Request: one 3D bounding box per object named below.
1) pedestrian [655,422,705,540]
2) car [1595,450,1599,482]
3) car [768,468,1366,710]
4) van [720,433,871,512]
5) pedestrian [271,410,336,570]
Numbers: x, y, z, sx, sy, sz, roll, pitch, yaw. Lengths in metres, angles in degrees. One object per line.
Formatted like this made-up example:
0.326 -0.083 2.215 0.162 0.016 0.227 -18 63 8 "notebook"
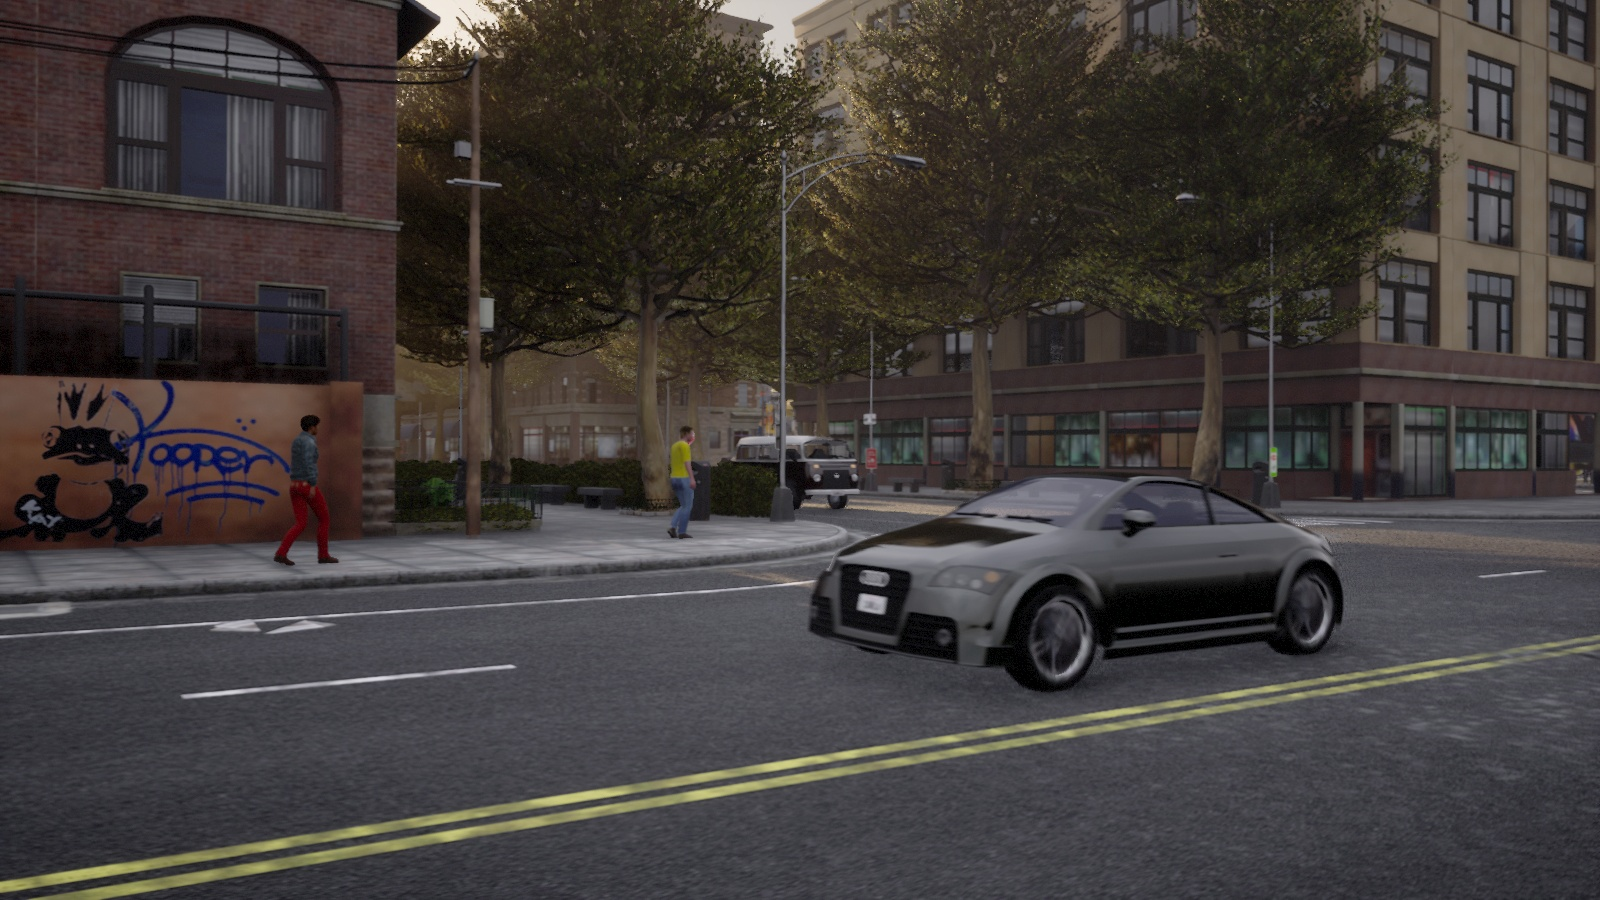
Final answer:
-1.897 0.478 19.829 0.706 1.836 0.354 0 0 -34 "pedestrian"
43.774 0.811 64.325 2.242 1.667 4.611 0 0 -33 "car"
2.063 0.844 9.359 4.181 1.385 1.994 0 0 -33 "car"
-0.201 0.605 34.878 2.069 2.038 4.480 0 -1 -33 "van"
-5.841 0.461 14.789 0.353 1.847 0.614 0 0 40 "pedestrian"
